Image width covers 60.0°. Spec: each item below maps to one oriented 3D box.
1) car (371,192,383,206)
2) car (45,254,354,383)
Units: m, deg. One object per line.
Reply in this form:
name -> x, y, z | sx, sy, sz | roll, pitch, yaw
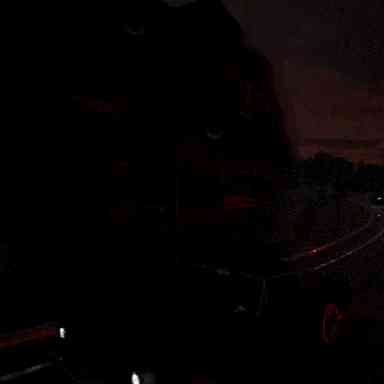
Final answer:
car -> 24.813, 0.830, 43.302 | 2.097, 1.767, 4.553 | 1, 2, 19
car -> 0.542, 1.700, 4.808 | 4.718, 1.301, 1.895 | 1, -1, -45
